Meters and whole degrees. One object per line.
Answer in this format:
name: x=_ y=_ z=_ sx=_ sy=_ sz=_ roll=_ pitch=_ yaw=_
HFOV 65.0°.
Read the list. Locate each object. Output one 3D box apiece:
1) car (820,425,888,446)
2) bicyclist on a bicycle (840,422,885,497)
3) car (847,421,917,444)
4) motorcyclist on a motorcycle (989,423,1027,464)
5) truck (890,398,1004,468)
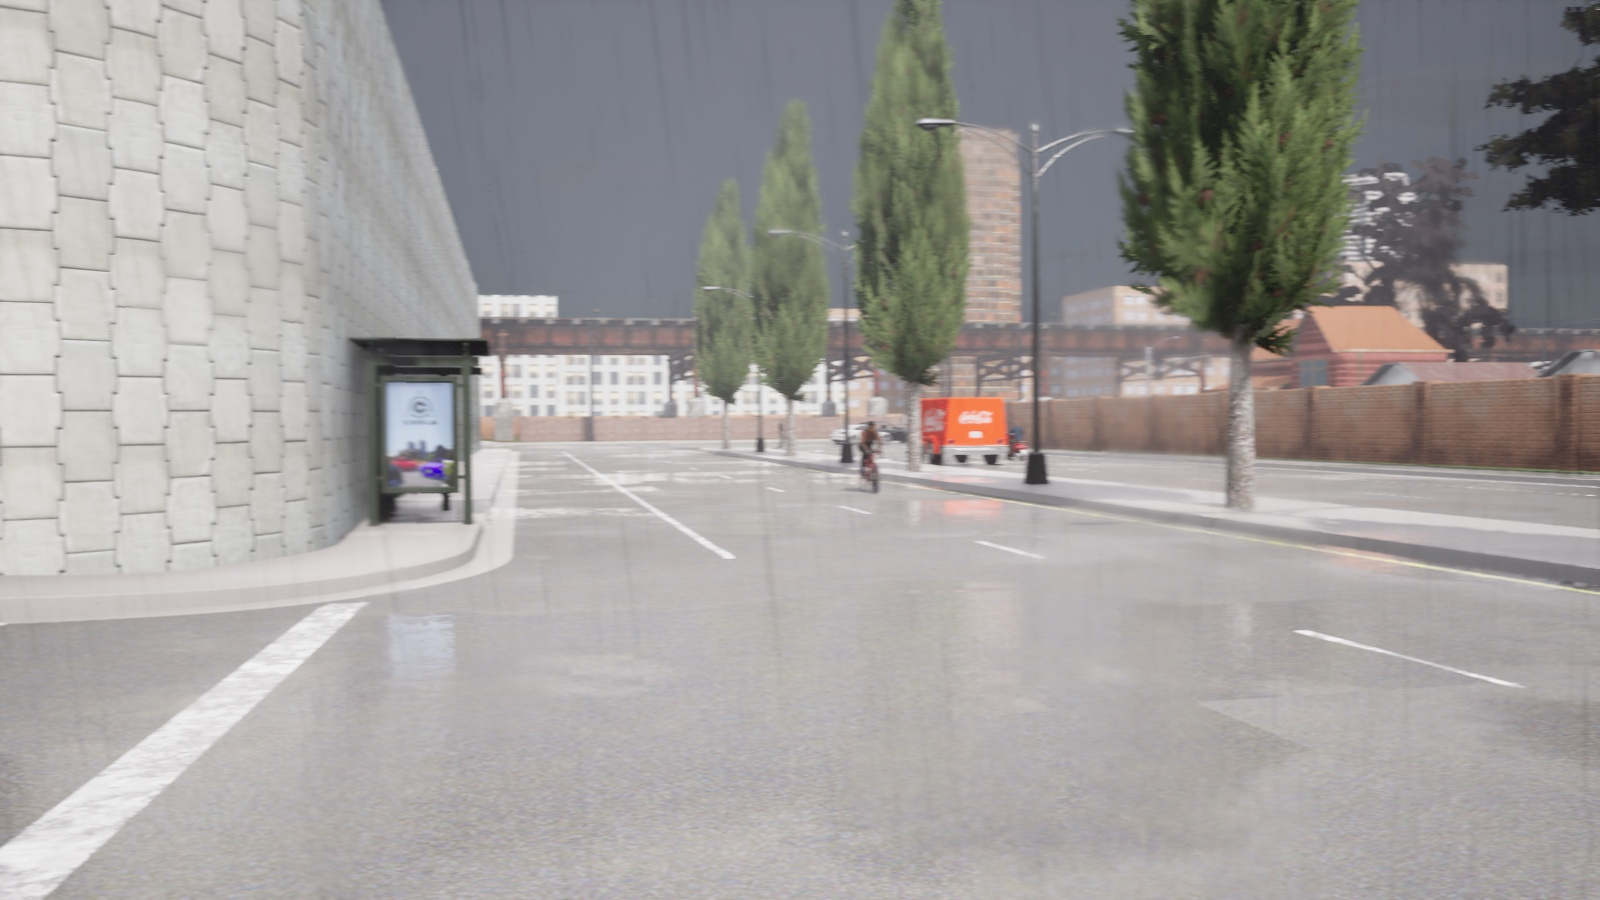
car: x=3.777 y=-1.026 z=87.295 sx=4.674 sy=1.442 sz=1.812 roll=-1 pitch=1 yaw=-38
bicyclist on a bicycle: x=1.386 y=0.187 z=28.148 sx=0.582 sy=1.620 sz=1.656 roll=0 pitch=2 yaw=-13
car: x=5.968 y=-1.306 z=91.736 sx=4.611 sy=1.667 sz=2.242 roll=0 pitch=1 yaw=-13
motorcyclist on a motorcycle: x=8.246 y=-0.289 z=49.844 sx=0.866 sy=1.590 sz=1.817 roll=0 pitch=1 yaw=-13
truck: x=5.359 y=-0.659 z=46.743 sx=2.627 sy=2.467 sz=5.204 roll=0 pitch=1 yaw=-13
